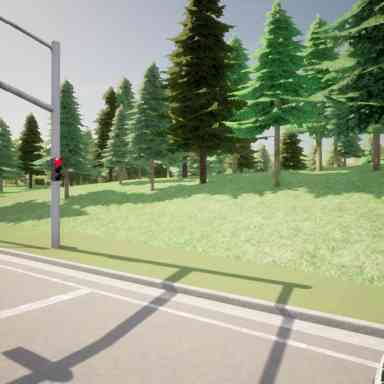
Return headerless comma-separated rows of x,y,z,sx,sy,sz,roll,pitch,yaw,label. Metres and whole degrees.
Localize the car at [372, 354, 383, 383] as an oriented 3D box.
3.381,1.352,1.583,4.553,1.767,2.097,0,0,35,car
